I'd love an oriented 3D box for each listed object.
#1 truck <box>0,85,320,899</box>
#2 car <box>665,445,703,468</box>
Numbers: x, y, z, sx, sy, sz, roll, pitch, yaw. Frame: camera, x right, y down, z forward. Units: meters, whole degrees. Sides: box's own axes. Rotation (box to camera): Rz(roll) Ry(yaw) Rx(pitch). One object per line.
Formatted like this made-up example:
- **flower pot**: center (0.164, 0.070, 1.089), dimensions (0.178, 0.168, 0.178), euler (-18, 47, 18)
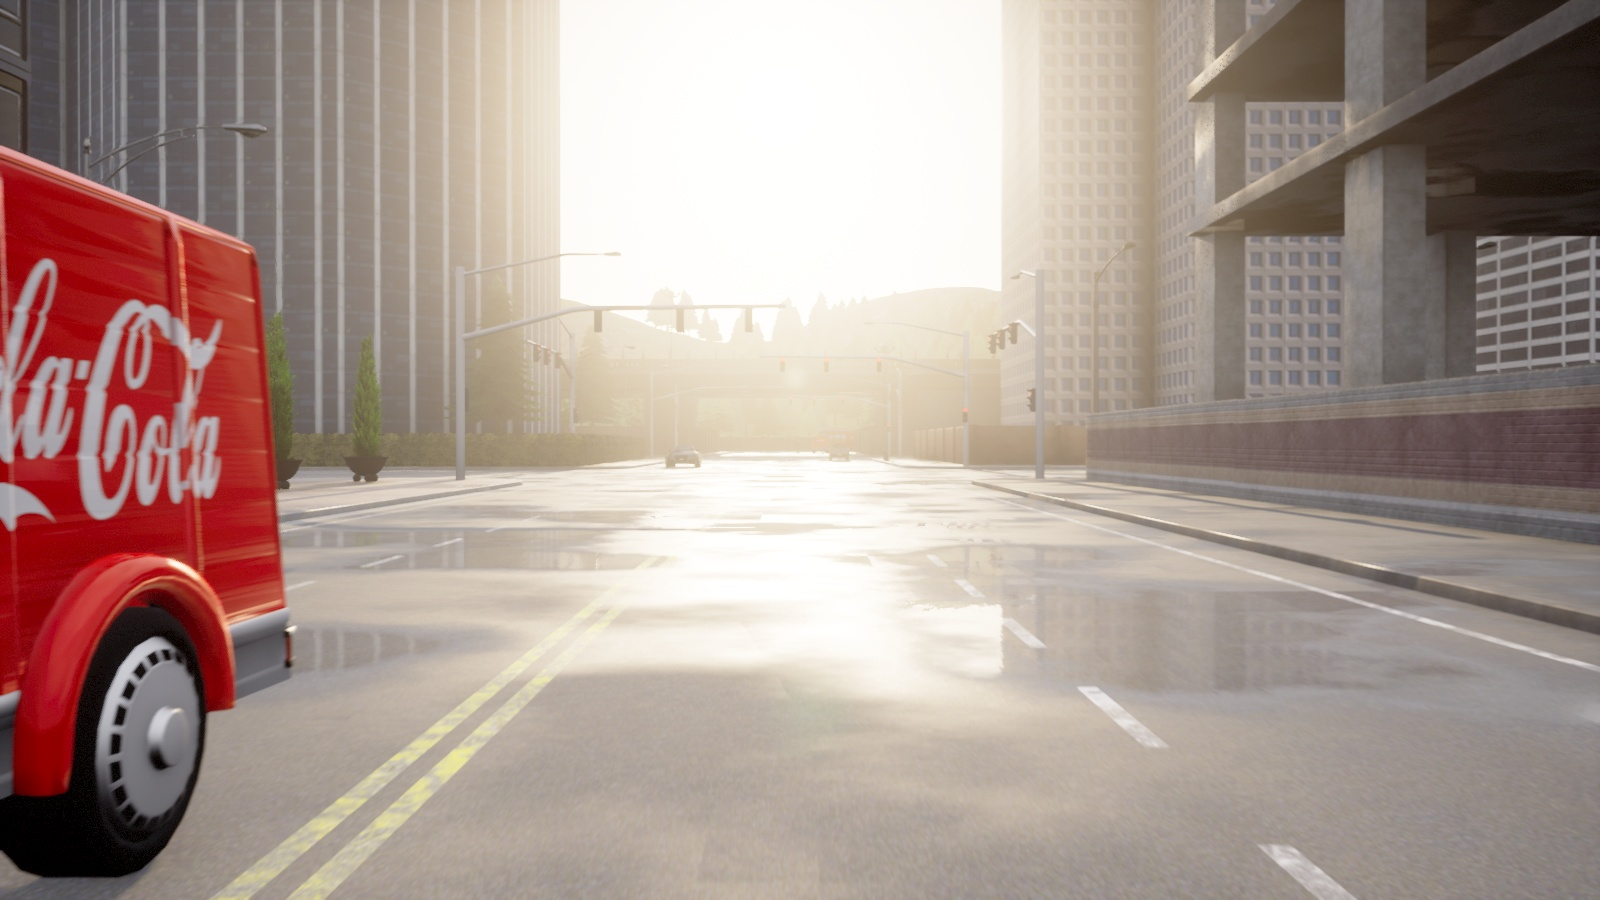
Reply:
- **truck**: center (-3.492, 0.240, 3.106), dimensions (2.627, 2.467, 5.204), euler (0, 0, 0)
- **car**: center (-7.142, 0.366, 77.864), dimensions (1.994, 1.385, 4.181), euler (0, 0, 0)
